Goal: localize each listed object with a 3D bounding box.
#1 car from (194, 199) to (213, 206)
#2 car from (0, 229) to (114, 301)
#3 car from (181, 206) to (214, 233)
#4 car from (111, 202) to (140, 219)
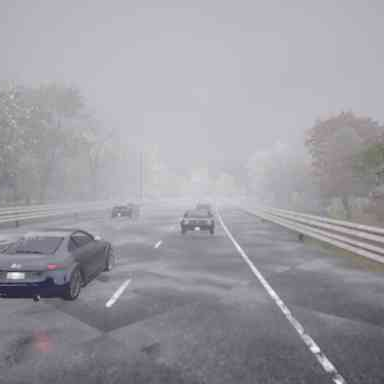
[{"bbox_3d":[1.651,1.945,46.012,1.895,1.301,4.718,0,0,4],"label":"car"},{"bbox_3d":[-3.382,1.615,8.479,1.994,1.385,4.181,0,0,1],"label":"car"},{"bbox_3d":[0.378,1.749,20.558,1.895,1.301,4.718,0,0,2],"label":"car"},{"bbox_3d":[-6.178,1.715,31.245,1.837,1.490,4.892,0,0,3],"label":"car"}]
